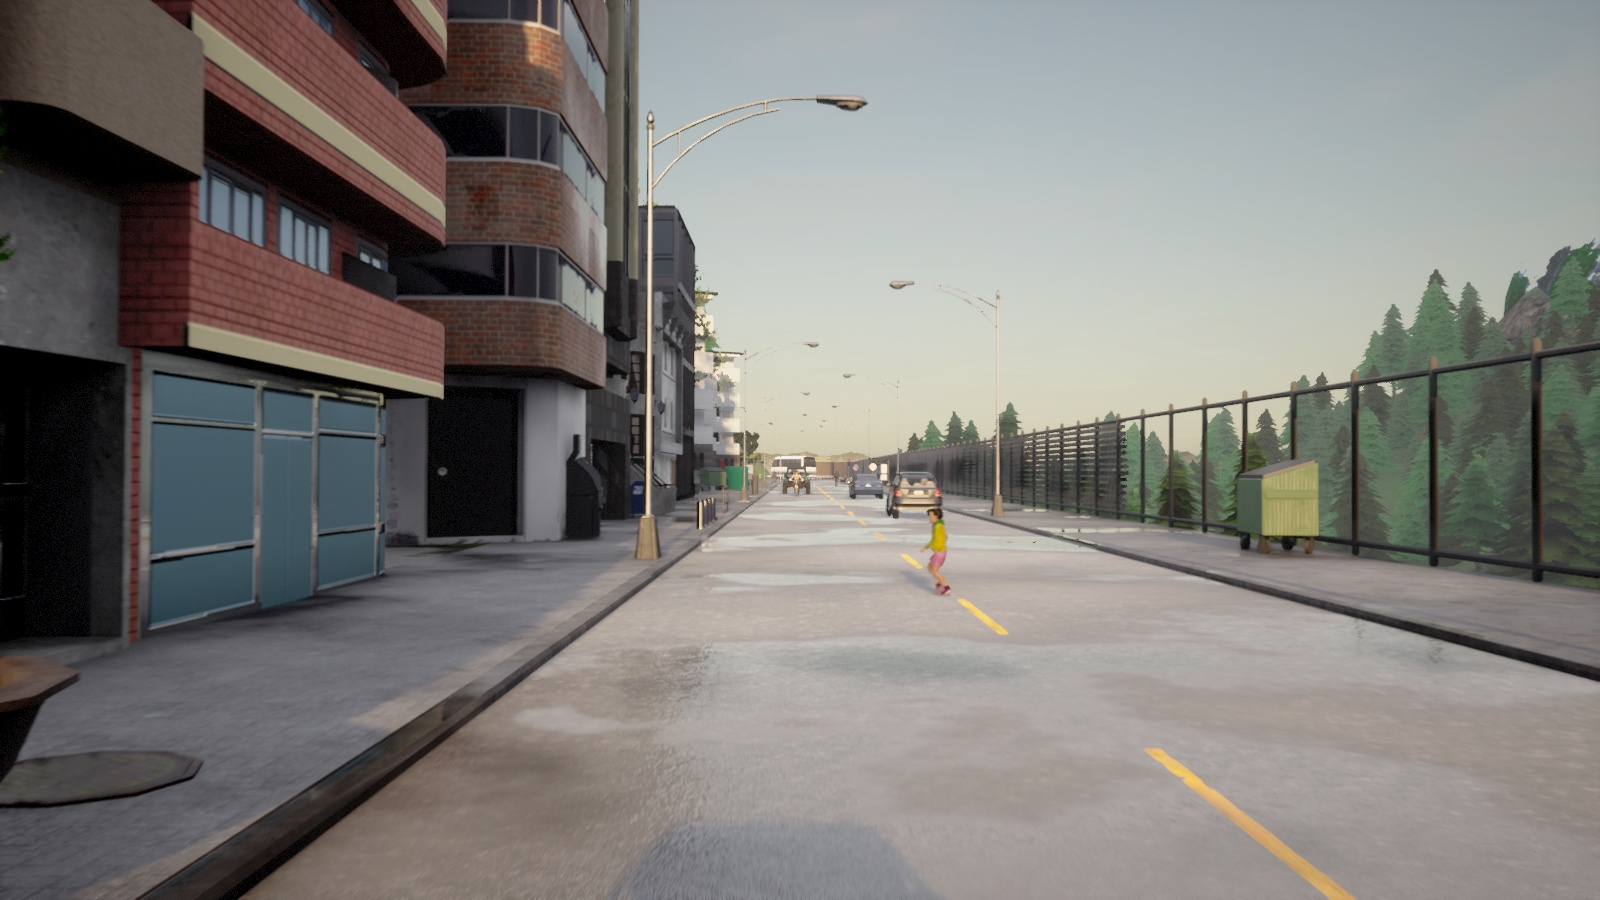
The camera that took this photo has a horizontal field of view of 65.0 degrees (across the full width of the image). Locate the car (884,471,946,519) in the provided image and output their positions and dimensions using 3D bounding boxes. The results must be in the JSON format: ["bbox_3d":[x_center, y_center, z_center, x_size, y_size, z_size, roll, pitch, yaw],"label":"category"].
[{"bbox_3d":[3.888,1.498,43.026,1.789,1.549,3.705,0,-1,0],"label":"car"}]

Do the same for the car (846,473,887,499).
[{"bbox_3d":[3.813,2.062,72.611,2.033,1.411,5.357,0,-1,0],"label":"car"}]

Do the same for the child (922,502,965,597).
[{"bbox_3d":[1.785,1.232,15.638,0.473,1.160,0.299,-1,-1,18],"label":"child"}]

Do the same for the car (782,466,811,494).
[{"bbox_3d":[-0.220,2.046,85.671,1.905,1.878,3.866,0,-1,0],"label":"car"}]
